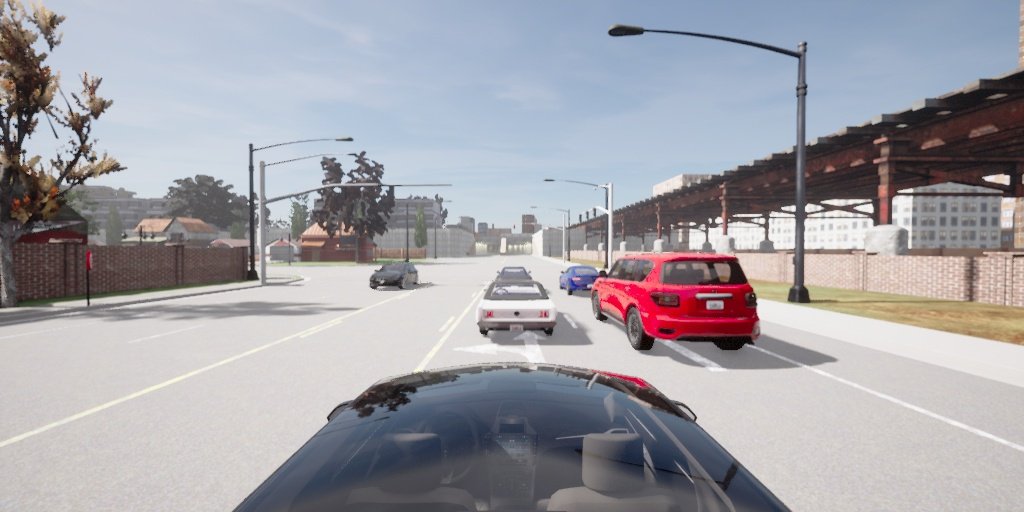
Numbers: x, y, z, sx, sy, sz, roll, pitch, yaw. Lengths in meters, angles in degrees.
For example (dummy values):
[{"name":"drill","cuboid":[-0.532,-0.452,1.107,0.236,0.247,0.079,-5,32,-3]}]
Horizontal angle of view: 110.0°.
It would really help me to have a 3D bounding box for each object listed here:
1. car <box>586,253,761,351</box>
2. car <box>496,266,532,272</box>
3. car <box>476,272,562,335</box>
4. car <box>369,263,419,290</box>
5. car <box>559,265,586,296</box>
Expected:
[{"name":"car","cuboid":[3.605,0.953,9.075,2.150,2.045,5.566,0,0,0]},{"name":"car","cuboid":[0.106,1.237,19.079,1.994,1.385,4.181,0,0,0]},{"name":"car","cuboid":[0.103,1.326,10.328,1.895,1.301,4.718,0,0,0]},{"name":"car","cuboid":[-7.007,1.161,21.763,1.837,1.490,4.892,0,0,0]},{"name":"car","cuboid":[3.608,1.203,18.778,1.812,1.442,4.674,0,0,0]}]
